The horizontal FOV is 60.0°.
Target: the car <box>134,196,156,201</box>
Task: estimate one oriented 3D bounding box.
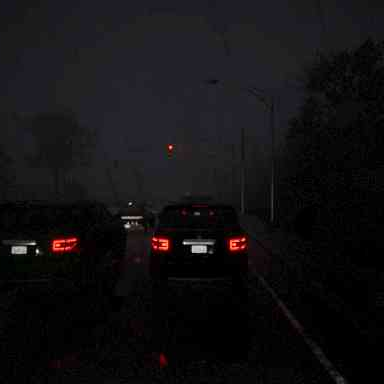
[{"bbox_3d":[-6.312,1.601,46.378,1.895,1.301,4.718,0,0,1],"label":"car"}]

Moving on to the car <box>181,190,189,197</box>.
[{"bbox_3d":[-1.807,0.294,87.686,1.882,1.535,5.008,0,3,1],"label":"car"}]

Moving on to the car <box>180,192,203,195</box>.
[{"bbox_3d":[0.328,1.221,19.563,2.150,2.045,5.566,0,0,1],"label":"car"}]

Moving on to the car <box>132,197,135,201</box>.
[{"bbox_3d":[-9.789,1.564,47.373,1.994,1.385,4.181,0,0,1],"label":"car"}]

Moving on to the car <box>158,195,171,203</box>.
[{"bbox_3d":[-5.711,1.422,69.324,2.033,1.411,5.357,0,2,1],"label":"car"}]

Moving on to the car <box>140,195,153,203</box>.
[{"bbox_3d":[-9.247,1.391,68.103,1.882,1.535,5.008,0,1,2],"label":"car"}]

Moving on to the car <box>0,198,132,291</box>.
[{"bbox_3d":[-3.330,1.221,9.146,2.150,2.045,5.566,0,0,1],"label":"car"}]

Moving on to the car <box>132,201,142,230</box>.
[{"bbox_3d":[-3.187,1.491,19.013,2.128,1.511,4.902,0,0,1],"label":"car"}]

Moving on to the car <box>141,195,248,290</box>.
[{"bbox_3d":[0.171,1.221,9.233,2.150,2.045,5.566,0,0,1],"label":"car"}]

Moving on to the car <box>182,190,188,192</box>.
[{"bbox_3d":[-2.036,1.053,77.274,2.033,1.411,5.357,0,3,1],"label":"car"}]

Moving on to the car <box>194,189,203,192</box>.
[{"bbox_3d":[1.472,0.850,77.573,2.097,1.767,4.553,0,3,1],"label":"car"}]
